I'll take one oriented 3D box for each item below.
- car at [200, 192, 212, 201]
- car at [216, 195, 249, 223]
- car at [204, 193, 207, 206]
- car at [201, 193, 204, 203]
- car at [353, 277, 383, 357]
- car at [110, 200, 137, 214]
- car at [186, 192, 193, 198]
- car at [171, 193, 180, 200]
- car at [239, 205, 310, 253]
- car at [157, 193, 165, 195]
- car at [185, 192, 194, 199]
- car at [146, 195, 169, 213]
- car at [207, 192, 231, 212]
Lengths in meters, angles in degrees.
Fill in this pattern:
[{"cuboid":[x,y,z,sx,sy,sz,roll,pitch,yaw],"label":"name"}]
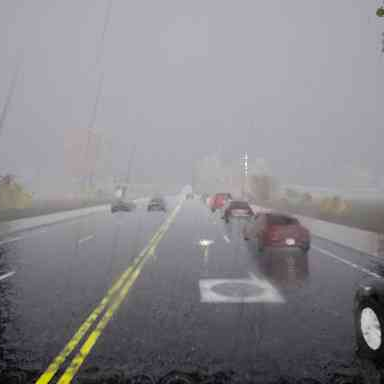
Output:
[{"cuboid":[2.846,0.976,68.263,2.097,1.767,4.553,0,0,0],"label":"car"},{"cuboid":[3.184,1.311,24.280,2.033,1.649,4.856,0,0,0],"label":"car"},{"cuboid":[3.026,1.235,46.294,1.882,1.535,5.008,0,0,0],"label":"car"},{"cuboid":[2.936,1.196,57.295,1.837,1.490,4.892,0,0,0],"label":"car"},{"cuboid":[3.347,1.490,3.099,1.837,1.490,4.892,0,0,0],"label":"car"},{"cuboid":[-6.718,1.434,33.094,1.895,1.301,4.718,0,0,0],"label":"car"},{"cuboid":[-0.602,0.786,93.172,1.882,1.535,5.008,0,0,0],"label":"car"},{"cuboid":[-3.715,1.049,75.723,1.812,1.442,4.674,0,0,0],"label":"car"},{"cuboid":[3.229,1.462,13.269,1.812,1.442,4.674,0,0,0],"label":"car"},{"cuboid":[-6.949,0.977,73.772,1.895,1.301,4.718,0,0,0],"label":"car"},{"cuboid":[-0.473,0.965,77.288,1.812,1.442,4.674,0,0,0],"label":"car"},{"cuboid":[-3.471,1.333,34.021,1.837,1.490,4.892,0,0,0],"label":"car"},{"cuboid":[3.115,1.041,35.319,2.150,2.045,5.566,0,0,0],"label":"car"}]
